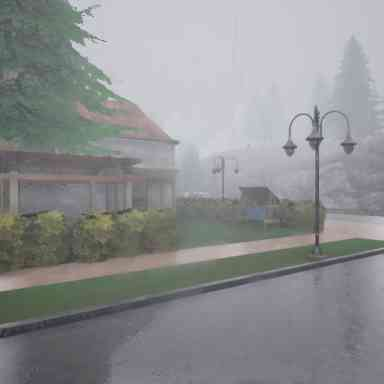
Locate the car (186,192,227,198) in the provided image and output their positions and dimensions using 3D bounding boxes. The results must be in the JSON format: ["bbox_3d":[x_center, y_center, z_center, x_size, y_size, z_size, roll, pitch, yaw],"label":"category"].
[{"bbox_3d":[1.251,1.059,39.238,2.150,2.045,5.566,0,0,-35],"label":"car"}]

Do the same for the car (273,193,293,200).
[{"bbox_3d":[7.686,1.061,30.186,2.150,2.045,5.566,0,0,-35],"label":"car"}]

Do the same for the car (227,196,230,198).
[{"bbox_3d":[3.249,1.190,42.807,2.097,1.767,4.553,0,0,-35],"label":"car"}]
